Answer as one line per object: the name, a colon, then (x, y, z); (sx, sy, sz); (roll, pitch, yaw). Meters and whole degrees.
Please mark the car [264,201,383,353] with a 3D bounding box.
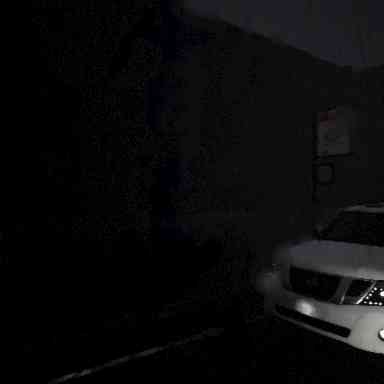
car: (3.792, 1.214, 6.082); (5.566, 2.045, 2.150); (0, 0, -35)
